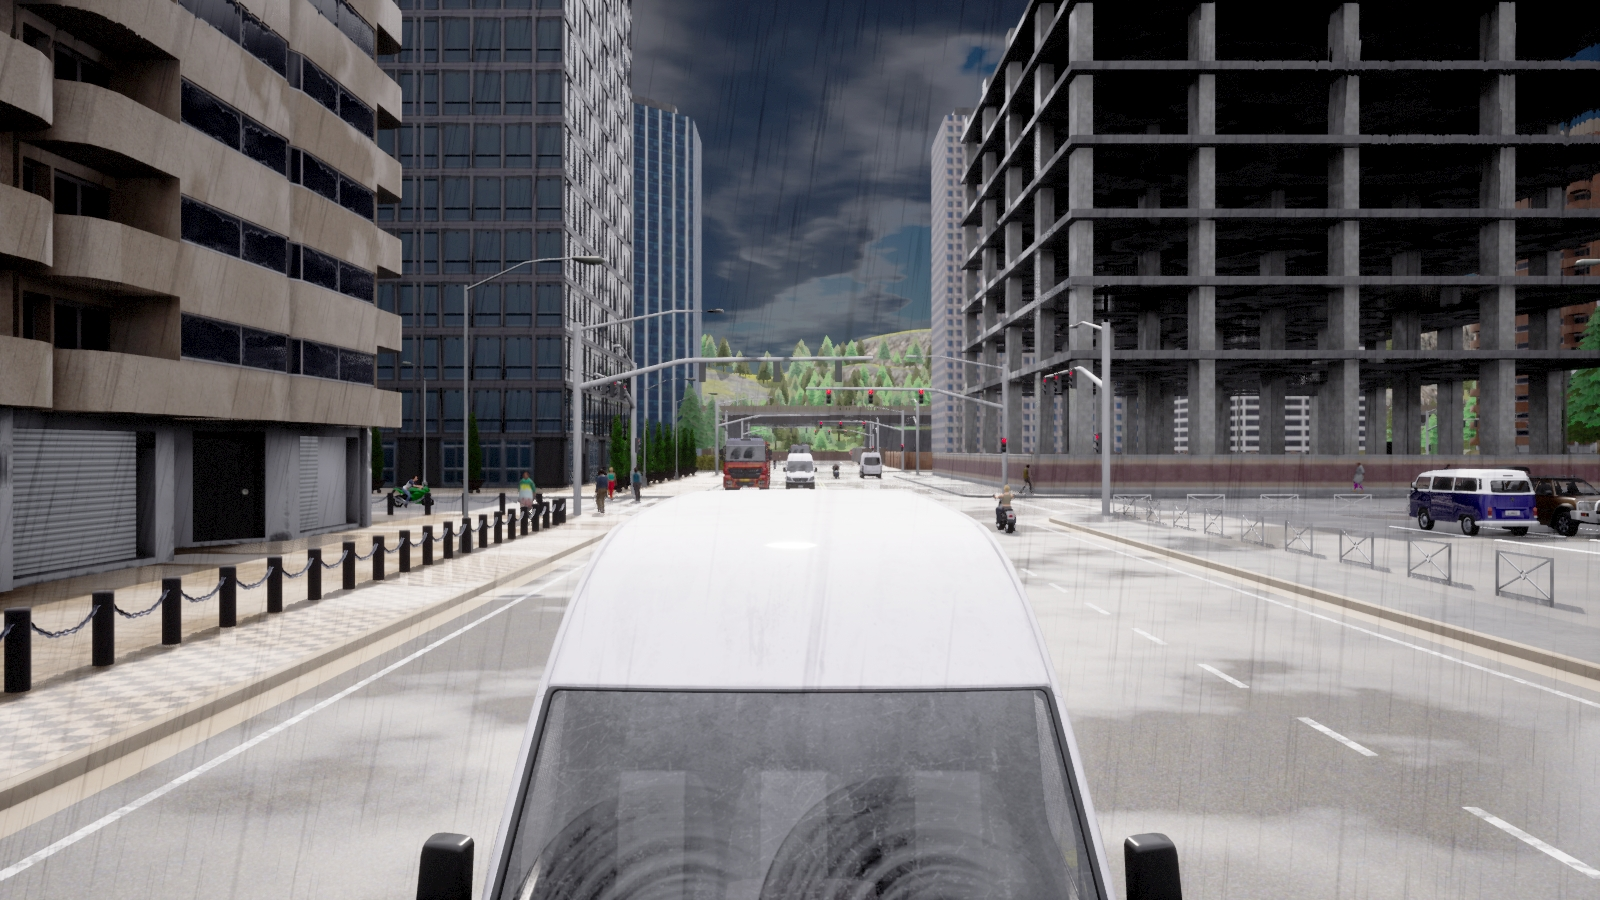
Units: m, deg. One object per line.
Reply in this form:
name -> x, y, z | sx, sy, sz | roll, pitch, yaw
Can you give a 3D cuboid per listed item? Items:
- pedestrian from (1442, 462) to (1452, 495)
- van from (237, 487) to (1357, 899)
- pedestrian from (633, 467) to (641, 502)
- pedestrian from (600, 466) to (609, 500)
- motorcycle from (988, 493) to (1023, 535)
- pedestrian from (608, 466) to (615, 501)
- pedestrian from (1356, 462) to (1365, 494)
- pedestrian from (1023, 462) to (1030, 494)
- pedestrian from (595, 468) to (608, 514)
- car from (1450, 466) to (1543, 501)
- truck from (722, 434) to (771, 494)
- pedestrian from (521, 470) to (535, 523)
pedestrian -> 37.473, 1.641, 66.186 | 0.375, 1.860, 0.375 | 0, 0, -16
van -> -0.002, 1.534, 4.985 | 1.988, 2.561, 5.915 | 0, 0, 0
pedestrian -> -8.544, 1.805, 59.852 | 0.375, 1.860, 0.375 | 0, 0, 1
pedestrian -> -10.770, 1.793, 62.953 | 0.375, 1.860, 0.375 | 0, 0, 5
motorcycle -> 7.003, 2.155, 39.097 | 0.764, 1.307, 2.356 | 0, 0, 0
pedestrian -> -10.126, 1.793, 61.370 | 0.375, 1.860, 0.375 | 0, 0, -5
pedestrian -> 33.199, 1.642, 67.635 | 0.375, 1.860, 0.375 | 0, 0, 7
pedestrian -> 13.295, 1.647, 67.082 | 0.375, 1.860, 0.375 | 0, 0, 0
pedestrian -> -8.127, 1.668, 46.713 | 0.375, 1.860, 0.375 | 0, 0, -40
car -> 37.720, 1.802, 61.943 | 3.866, 1.878, 1.905 | 0, 0, 0
truck -> -3.496, 0.891, 77.013 | 2.891, 3.827, 8.468 | 0, 0, 0
pedestrian -> -9.650, 1.656, 40.541 | 0.375, 1.860, 0.375 | 0, 0, 12
